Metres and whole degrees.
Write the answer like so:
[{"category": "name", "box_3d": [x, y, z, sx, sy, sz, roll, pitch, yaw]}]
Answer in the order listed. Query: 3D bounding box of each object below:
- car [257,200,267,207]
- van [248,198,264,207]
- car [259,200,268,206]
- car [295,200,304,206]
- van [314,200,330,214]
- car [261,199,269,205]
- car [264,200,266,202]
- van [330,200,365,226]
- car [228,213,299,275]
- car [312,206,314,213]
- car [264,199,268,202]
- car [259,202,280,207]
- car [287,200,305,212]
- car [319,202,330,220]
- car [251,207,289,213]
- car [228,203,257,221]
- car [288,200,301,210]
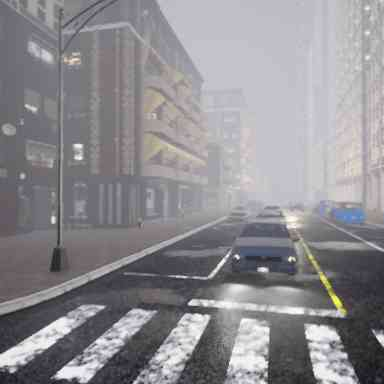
[{"category": "car", "box_3d": [15.256, 2.474, 71.882, 1.947, 1.339, 4.313, 0, -1, 14]}, {"category": "van", "box_3d": [8.288, 1.888, 44.517, 1.690, 1.788, 3.998, 0, -1, 14]}, {"category": "car", "box_3d": [16.650, 2.533, 77.355, 2.008, 1.369, 4.403, 0, -1, 14]}, {"category": "car", "box_3d": [26.164, 2.610, 80.761, 1.802, 1.307, 4.206, 0, -1, 14]}, {"category": "van", "box_3d": [15.016, 1.789, 36.976, 1.690, 1.788, 3.998, 0, -1, 14]}, {"category": "car", "box_3d": [19.395, 2.654, 88.138, 1.752, 1.417, 4.829, 0, -1, 14]}, {"category": "car", "box_3d": [9.682, 2.200, 49.988, 1.802, 1.307, 4.206, 0, -1, 14]}, {"category": "van", "box_3d": [12.229, 1.648, 26.029, 1.690, 1.788, 3.998, 0, -1, 14]}, {"category": "car", "box_3d": [2.487, 1.668, 11.218, 2.033, 1.411, 5.357, 0, -1, 14]}, {"category": "car", "box_3d": [16.409, 2.085, 42.447, 1.947, 1.339, 4.313, 0, -1, 14]}, {"category": "car", "box_3d": [12.469, 2.078, 60.938, 2.192, 1.841, 5.009, 0, -1, 14]}, {"category": "car", "box_3d": [7.491, 1.896, 30.854, 1.812, 1.442, 4.674, 0, -1, 15]}, {"category": "car", "box_3d": [14.943, 2.073, 47.189, 2.128, 1.511, 4.902, 0, -1, 14]}, {"category": "car", "box_3d": [13.622, 1.928, 31.500, 2.008, 1.369, 4.403, 0, -1, 14]}, {"category": "car", "box_3d": [4.946, 1.844, 20.878, 1.895, 1.301, 4.718, 0, -1, 14]}, {"category": "car", "box_3d": [4.107, 1.886, 28.094, 2.008, 1.369, 4.403, 0, -1, 14]}, {"category": "car", "box_3d": [17.420, 2.187, 56.920, 1.882, 1.535, 5.008, 0, -1, 14]}]
